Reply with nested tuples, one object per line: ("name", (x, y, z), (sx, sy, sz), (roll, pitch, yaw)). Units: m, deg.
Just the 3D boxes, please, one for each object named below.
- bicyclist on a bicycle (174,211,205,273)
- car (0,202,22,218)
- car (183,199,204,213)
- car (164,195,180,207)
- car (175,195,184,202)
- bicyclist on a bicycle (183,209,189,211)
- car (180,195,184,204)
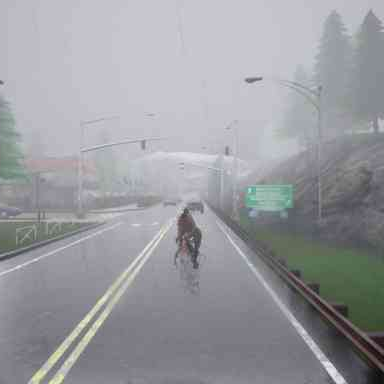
("bicyclist on a bicycle", (-0.071, 1.439, 9.626), (0.582, 1.620, 1.656), (-7, -3, 31))
("car", (-18.798, 1.667, 31.687), (4.892, 1.490, 1.837), (0, 0, 1))
("car", (0.300, 1.514, 37.229), (1.837, 1.490, 4.892), (0, 0, 0))
("car", (-3.295, 1.503, 51.265), (1.837, 1.490, 4.892), (0, 0, 1))
("car", (-3.030, 1.478, 80.331), (1.882, 1.535, 5.008), (0, 0, 0))
("bicyclist on a bicycle", (-0.249, 1.418, 11.671), (0.582, 1.620, 1.656), (6, -2, -12))
("car", (-3.159, 1.351, 65.301), (2.097, 1.767, 4.553), (0, 0, 1))
